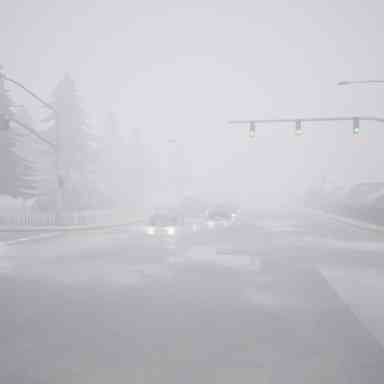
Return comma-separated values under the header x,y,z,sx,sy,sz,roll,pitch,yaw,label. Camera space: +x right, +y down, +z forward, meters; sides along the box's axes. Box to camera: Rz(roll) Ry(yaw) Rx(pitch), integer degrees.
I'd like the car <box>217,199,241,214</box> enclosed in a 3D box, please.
x,y,z,sx,sy,sz,roll,pitch,yaw,label
4.413,1.836,39.830,1.994,1.385,4.181,0,0,11,car

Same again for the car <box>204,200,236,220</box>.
x,y,z,sx,sy,sz,roll,pitch,yaw,label
2.693,1.761,30.764,2.033,1.411,5.357,0,0,11,car

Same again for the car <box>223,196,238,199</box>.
x,y,z,sx,sy,sz,roll,pitch,yaw,label
6.189,1.685,49.275,2.097,1.767,4.553,0,0,11,car

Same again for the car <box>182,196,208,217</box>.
x,y,z,sx,sy,sz,roll,pitch,yaw,label
0.010,1.467,35.440,2.150,2.045,5.566,0,0,11,car

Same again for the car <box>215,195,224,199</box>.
x,y,z,sx,sy,sz,roll,pitch,yaw,label
5.279,1.648,62.948,2.150,2.045,5.566,0,-1,11,car

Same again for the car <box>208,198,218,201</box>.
x,y,z,sx,sy,sz,roll,pitch,yaw,label
1.938,1.859,45.681,2.033,1.411,5.357,0,0,11,car

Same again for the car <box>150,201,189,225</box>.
x,y,z,sx,sy,sz,roll,pitch,yaw,label
-1.801,1.709,25.904,1.812,1.442,4.674,0,0,11,car
